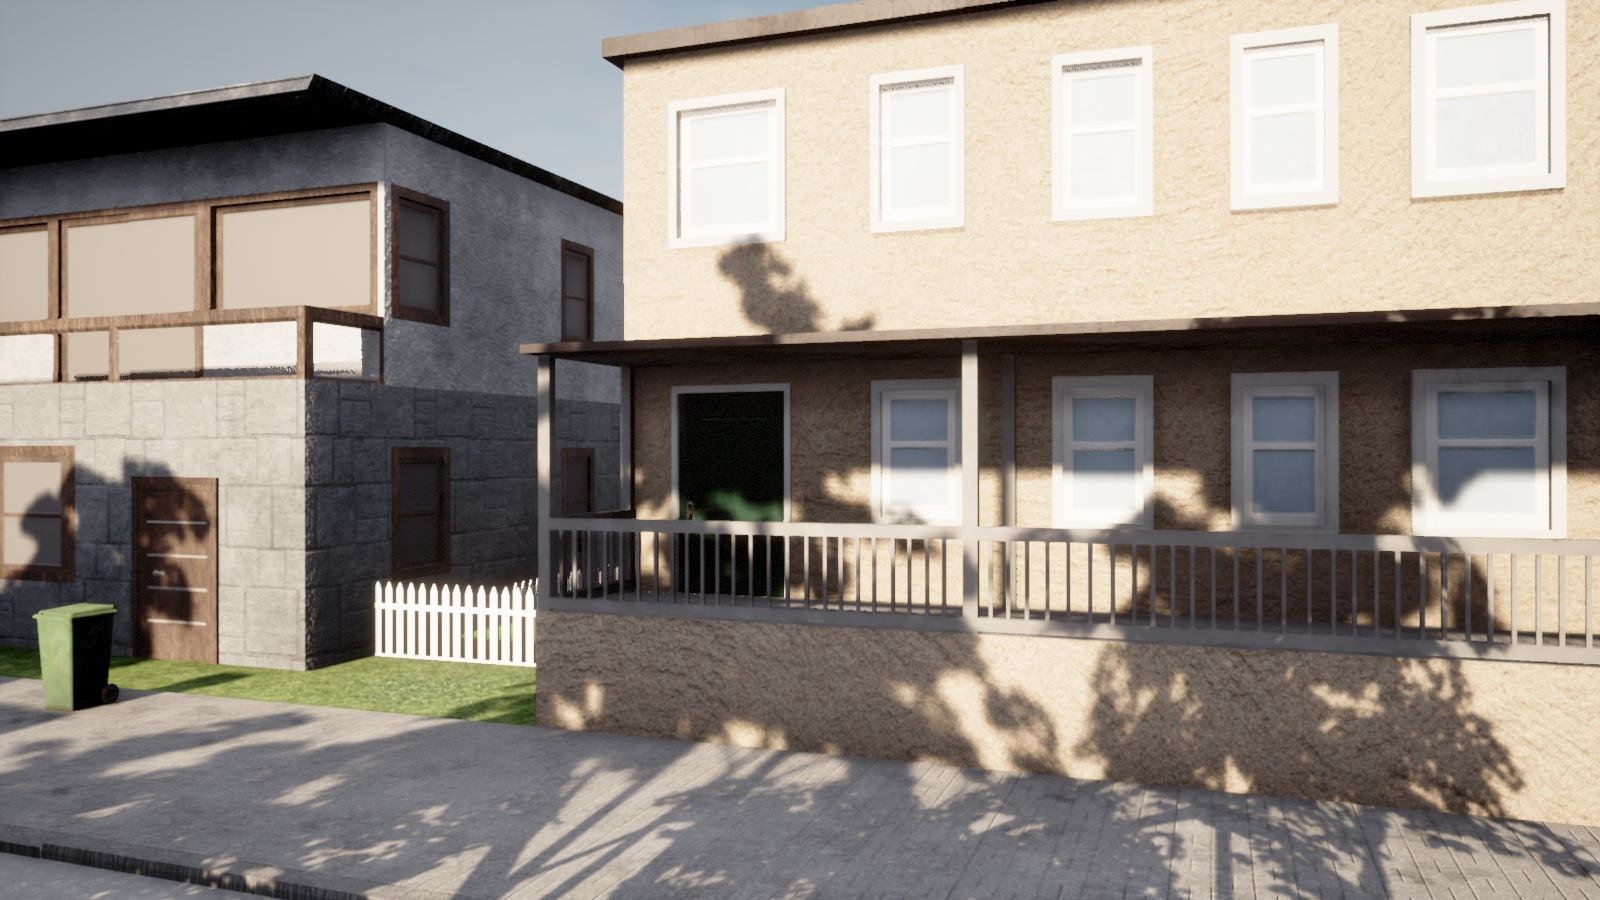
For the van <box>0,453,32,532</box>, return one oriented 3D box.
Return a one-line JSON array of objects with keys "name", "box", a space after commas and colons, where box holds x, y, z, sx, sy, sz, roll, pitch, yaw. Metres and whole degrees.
[{"name": "van", "box": [-27.754, 1.389, 35.974, 1.988, 2.561, 5.915, 0, 0, 20]}]
